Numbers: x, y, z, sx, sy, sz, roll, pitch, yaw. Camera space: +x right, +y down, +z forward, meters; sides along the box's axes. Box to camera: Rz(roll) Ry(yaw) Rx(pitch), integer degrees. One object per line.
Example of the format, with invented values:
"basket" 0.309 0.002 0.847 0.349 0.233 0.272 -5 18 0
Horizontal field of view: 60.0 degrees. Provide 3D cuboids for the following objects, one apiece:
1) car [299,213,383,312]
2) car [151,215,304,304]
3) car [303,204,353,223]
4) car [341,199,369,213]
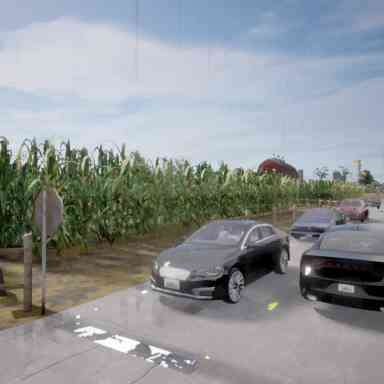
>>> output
"car" 3.962 1.480 7.710 1.882 1.535 5.008 0 0 33
"car" 0.990 1.504 8.429 2.128 1.511 4.902 0 0 34
"car" 6.628 1.562 17.031 2.033 1.411 5.357 0 0 33
"car" 12.507 1.369 26.042 2.097 1.767 4.553 0 0 33
